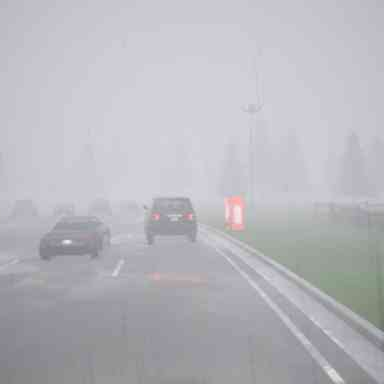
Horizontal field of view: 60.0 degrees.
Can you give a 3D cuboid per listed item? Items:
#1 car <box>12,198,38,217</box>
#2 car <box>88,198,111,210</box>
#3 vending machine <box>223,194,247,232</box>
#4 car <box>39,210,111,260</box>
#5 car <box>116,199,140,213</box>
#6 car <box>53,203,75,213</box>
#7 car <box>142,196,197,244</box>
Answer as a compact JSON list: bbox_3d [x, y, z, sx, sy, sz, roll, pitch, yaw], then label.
[{"bbox_3d":[-16.848,1.487,33.748,2.097,1.767,4.553,-1,0,-22],"label":"car"},{"bbox_3d":[-9.669,1.426,34.580,2.097,1.767,4.553,-1,0,-20],"label":"car"},{"bbox_3d":[2.439,1.169,18.883,1.100,2.100,0.880,0,0,-10],"label":"vending machine"},{"bbox_3d":[-4.317,1.596,12.779,1.994,1.385,4.181,0,0,-8],"label":"car"},{"bbox_3d":[-7.305,1.577,38.201,1.812,1.442,4.674,0,0,-23],"label":"car"},{"bbox_3d":[-12.501,1.698,32.605,1.895,1.301,4.718,0,0,-20],"label":"car"},{"bbox_3d":[-1.175,1.224,16.206,2.150,2.045,5.566,0,0,-10],"label":"car"}]
